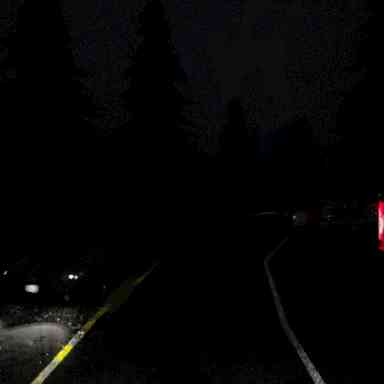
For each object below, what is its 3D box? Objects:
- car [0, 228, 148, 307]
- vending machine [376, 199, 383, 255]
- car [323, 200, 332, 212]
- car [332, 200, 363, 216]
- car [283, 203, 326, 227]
[{"bbox_3d":[-2.552,1.602,8.070,1.994,1.385,4.181,0,0,12],"label":"car"},{"bbox_3d":[7.739,1.324,12.741,1.100,2.100,0.880,0,0,20],"label":"vending machine"},{"bbox_3d":[18.448,1.888,44.656,2.128,1.511,4.902,0,0,38],"label":"car"},{"bbox_3d":[18.091,1.704,38.139,2.097,1.767,4.553,0,0,37],"label":"car"},{"bbox_3d":[8.344,1.775,25.027,1.994,1.385,4.181,0,0,34],"label":"car"}]
